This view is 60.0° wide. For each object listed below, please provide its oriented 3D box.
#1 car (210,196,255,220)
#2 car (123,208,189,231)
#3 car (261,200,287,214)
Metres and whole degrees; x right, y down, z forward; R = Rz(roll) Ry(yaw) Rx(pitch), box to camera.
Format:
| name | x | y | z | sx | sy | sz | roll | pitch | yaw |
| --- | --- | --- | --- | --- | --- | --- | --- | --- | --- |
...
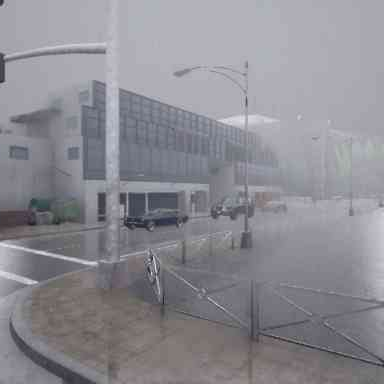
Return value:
| name | x | y | z | sx | sy | sz | roll | pitch | yaw |
| --- | --- | --- | --- | --- | --- | --- | --- | --- | --- |
| car | 3.887 | 1.398 | 30.859 | 2.150 | 2.045 | 5.566 | 0 | 0 | 35 |
| car | -2.315 | 1.777 | 22.159 | 1.895 | 1.301 | 4.718 | 0 | 0 | 35 |
| car | 9.690 | 1.702 | 38.963 | 1.812 | 1.442 | 4.674 | 0 | 0 | 36 |
